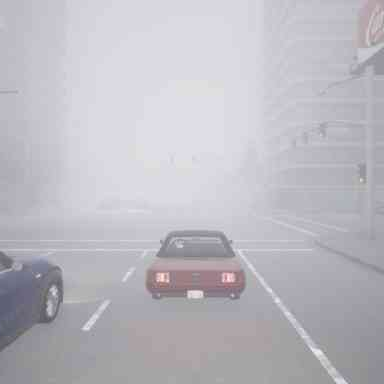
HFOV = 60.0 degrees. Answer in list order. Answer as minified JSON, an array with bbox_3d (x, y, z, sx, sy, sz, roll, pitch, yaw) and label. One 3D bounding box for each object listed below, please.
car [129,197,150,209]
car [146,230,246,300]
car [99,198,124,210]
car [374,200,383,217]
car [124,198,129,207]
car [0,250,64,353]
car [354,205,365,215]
[{"bbox_3d":[-6.962,1.490,46.451,2.128,1.511,4.902,0,0,1],"label":"car"},{"bbox_3d":[0.106,1.600,8.353,1.895,1.301,4.718,0,0,1],"label":"car"},{"bbox_3d":[-10.488,1.503,42.837,1.837,1.490,4.892,0,0,0],"label":"car"},{"bbox_3d":[18.628,1.219,27.784,5.566,2.045,2.150,0,0,0],"label":"car"},{"bbox_3d":[-10.452,1.599,52.204,1.895,1.301,4.718,0,0,1],"label":"car"},{"bbox_3d":[-3.434,1.352,4.329,2.097,1.767,4.553,0,0,1],"label":"car"},{"bbox_3d":[17.868,1.503,31.280,4.892,1.490,1.837,0,0,0],"label":"car"}]
